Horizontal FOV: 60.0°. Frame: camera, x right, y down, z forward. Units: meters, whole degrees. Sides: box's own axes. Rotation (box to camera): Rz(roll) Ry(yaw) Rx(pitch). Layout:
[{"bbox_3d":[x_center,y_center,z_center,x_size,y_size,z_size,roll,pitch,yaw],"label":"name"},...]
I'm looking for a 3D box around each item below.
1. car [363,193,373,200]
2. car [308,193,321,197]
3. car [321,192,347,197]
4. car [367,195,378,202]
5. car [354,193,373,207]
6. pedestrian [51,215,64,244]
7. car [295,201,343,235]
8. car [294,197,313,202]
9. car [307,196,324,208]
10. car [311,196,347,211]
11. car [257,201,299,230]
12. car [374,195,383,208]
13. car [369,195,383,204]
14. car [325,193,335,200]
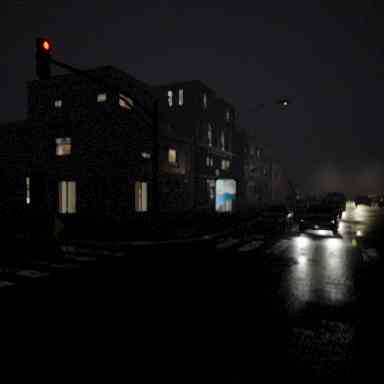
[{"bbox_3d":[43.230,1.028,81.821,1.967,1.590,4.097,0,0,25],"label":"car"},{"bbox_3d":[14.568,1.231,40.383,1.967,1.590,4.097,0,0,25],"label":"car"},{"bbox_3d":[16.134,1.026,37.393,2.150,2.045,5.566,0,0,25],"label":"car"},{"bbox_3d":[36.203,1.238,66.821,1.802,1.307,4.206,0,0,25],"label":"car"},{"bbox_3d":[24.098,1.231,47.089,1.882,1.535,5.008,0,0,25],"label":"car"},{"bbox_3d":[-5.517,1.487,13.748,0.375,1.300,0.375,0,0,26],"label":"pedestrian"},{"bbox_3d":[7.126,1.429,18.417,1.812,1.442,4.674,0,0,26],"label":"car"},{"bbox_3d":[9.883,1.393,30.382,2.008,1.369,4.403,0,0,25],"label":"car"},{"bbox_3d":[16.838,1.292,45.231,1.752,1.417,4.829,0,0,25],"label":"car"},{"bbox_3d":[11.555,1.346,27.773,2.128,1.511,4.902,0,0,25],"label":"car"},{"bbox_3d":[5.200,1.476,20.382,1.802,1.307,4.206,0,0,25],"label":"car"},{"bbox_3d":[24.493,1.330,41.818,2.008,1.369,4.403,0,0,25],"label":"car"},{"bbox_3d":[31.520,1.255,56.820,2.008,1.369,4.403,0,0,25],"label":"car"},{"bbox_3d":[33.305,1.037,80.389,1.967,1.590,4.097,0,0,25],"label":"car"}]
